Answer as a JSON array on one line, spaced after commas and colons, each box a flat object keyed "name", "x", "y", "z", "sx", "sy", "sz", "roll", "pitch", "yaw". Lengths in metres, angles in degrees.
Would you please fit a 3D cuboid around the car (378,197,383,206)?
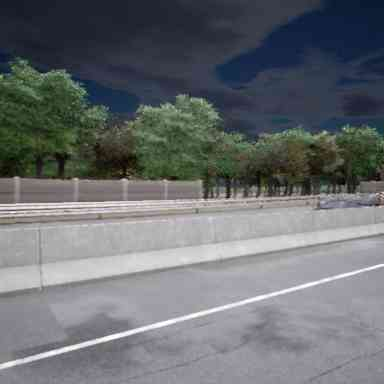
[{"name": "car", "x": 23.072, "y": 0.959, "z": 36.796, "sx": 4.553, "sy": 1.767, "sz": 2.097, "roll": -1, "pitch": 1, "yaw": -34}]

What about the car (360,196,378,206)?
[{"name": "car", "x": 20.954, "y": 1.160, "z": 39.485, "sx": 5.357, "sy": 1.411, "sz": 2.033, "roll": -1, "pitch": 1, "yaw": -34}]

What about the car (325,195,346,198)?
[{"name": "car", "x": 17.186, "y": 1.148, "z": 40.420, "sx": 4.902, "sy": 1.511, "sz": 2.128, "roll": -1, "pitch": 1, "yaw": -37}]

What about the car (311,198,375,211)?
[{"name": "car", "x": 10.736, "y": 1.392, "z": 24.251, "sx": 5.357, "sy": 1.411, "sz": 2.033, "roll": -1, "pitch": 0, "yaw": -34}]
